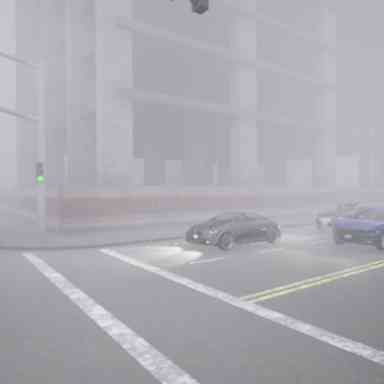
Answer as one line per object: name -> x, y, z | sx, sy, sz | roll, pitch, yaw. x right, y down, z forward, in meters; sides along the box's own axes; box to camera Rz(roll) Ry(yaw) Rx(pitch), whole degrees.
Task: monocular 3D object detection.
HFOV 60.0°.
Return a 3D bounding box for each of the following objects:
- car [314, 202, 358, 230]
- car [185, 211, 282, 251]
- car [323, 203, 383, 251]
car -> 9.004, 1.361, 19.001 | 4.902, 1.511, 2.128 | -1, 0, -35
car -> 1.778, 1.497, 13.860 | 4.181, 1.385, 1.994 | -1, 0, -35
car -> 7.875, 1.375, 13.883 | 5.008, 1.535, 1.882 | -1, 0, -35
